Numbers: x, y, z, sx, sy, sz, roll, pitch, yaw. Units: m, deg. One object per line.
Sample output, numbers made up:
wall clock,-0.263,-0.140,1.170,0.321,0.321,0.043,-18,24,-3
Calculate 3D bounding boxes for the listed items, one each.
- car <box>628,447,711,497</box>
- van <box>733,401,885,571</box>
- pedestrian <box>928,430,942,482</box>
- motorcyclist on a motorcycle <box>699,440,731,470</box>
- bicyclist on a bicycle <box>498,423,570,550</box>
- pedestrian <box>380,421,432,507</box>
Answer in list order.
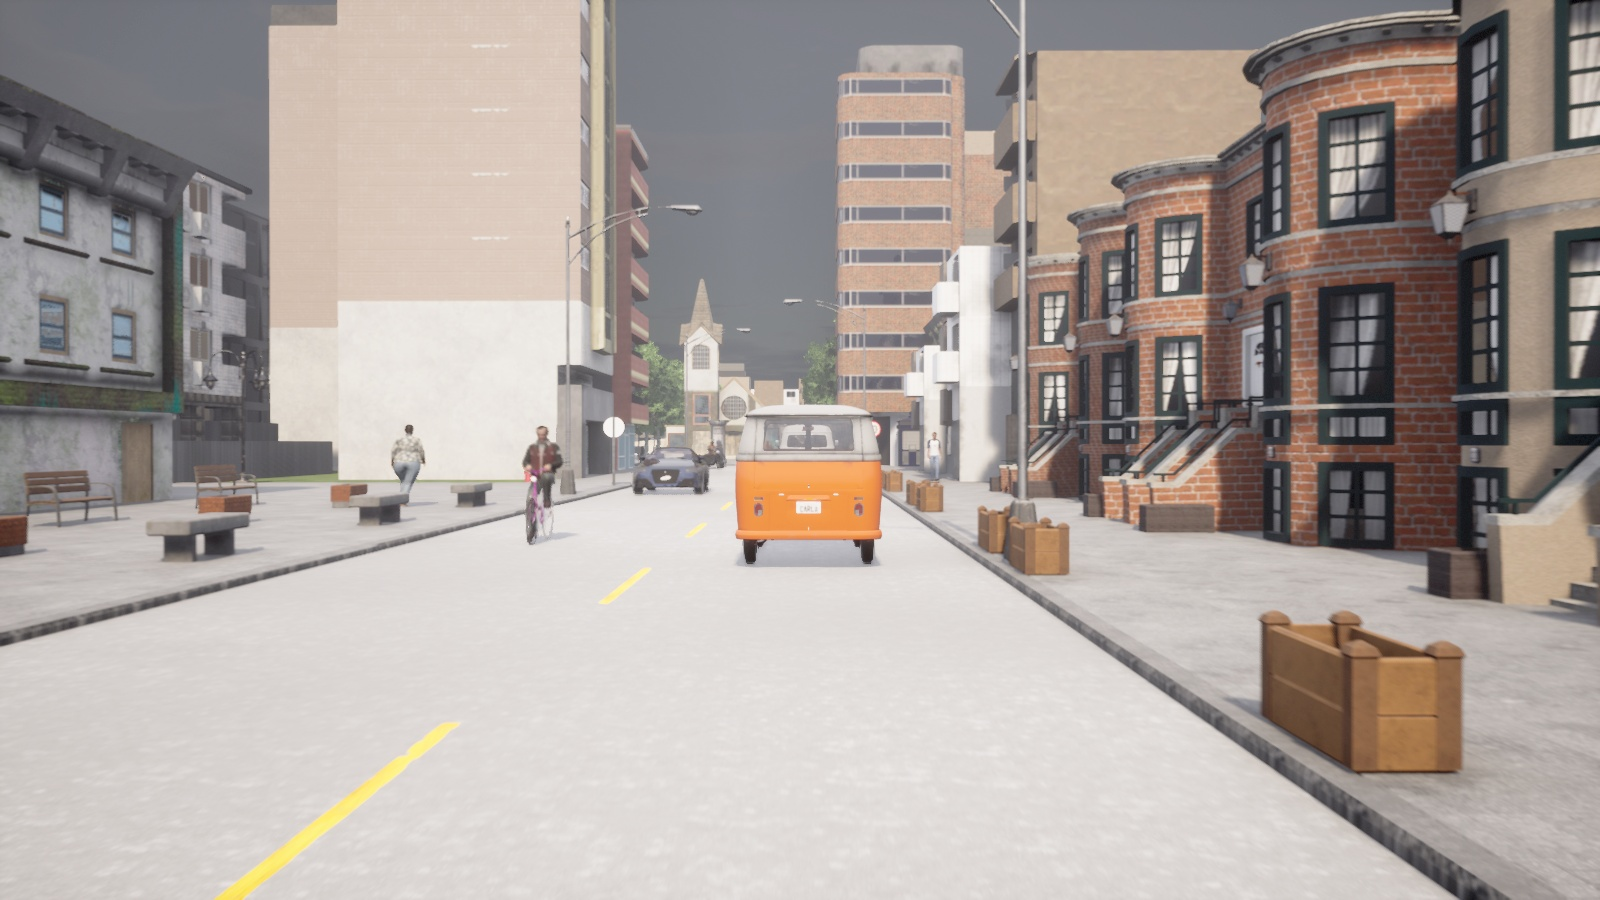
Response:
car,-3.793,0.598,37.209,1.994,1.385,4.181,0,0,0
van,0.113,0.404,16.919,1.775,1.987,4.442,0,0,0
pedestrian,4.850,0.206,45.079,0.354,1.836,0.706,0,0,-6
motorcyclist on a motorcycle,-4.903,0.287,72.269,0.766,1.649,2.350,-2,1,-32
bicyclist on a bicycle,-3.879,0.510,18.445,0.659,1.776,1.843,0,0,0
pedestrian,-8.617,0.294,27.467,0.874,1.855,0.900,0,0,-2
